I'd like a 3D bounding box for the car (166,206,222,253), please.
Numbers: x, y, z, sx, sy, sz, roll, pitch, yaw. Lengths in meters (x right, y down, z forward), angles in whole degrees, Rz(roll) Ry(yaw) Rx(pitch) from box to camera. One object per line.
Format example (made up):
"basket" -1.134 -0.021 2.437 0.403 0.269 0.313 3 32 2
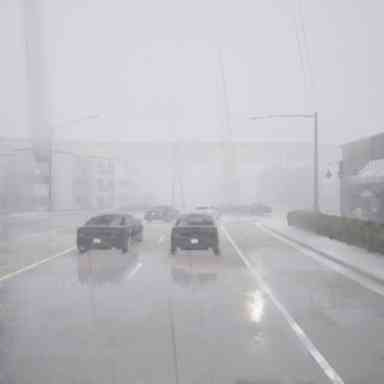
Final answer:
"car" 0.142 1.611 14.334 1.882 1.535 5.008 0 0 1

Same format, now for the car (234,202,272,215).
"car" 7.352 1.882 38.328 4.674 1.442 1.812 0 -1 -42

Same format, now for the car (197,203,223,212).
"car" 1.104 1.786 27.997 1.812 1.442 4.674 0 0 16

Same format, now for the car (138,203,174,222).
"car" -2.428 1.811 28.461 2.033 1.411 5.357 0 -1 14

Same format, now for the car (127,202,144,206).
"car" -7.213 1.995 42.847 1.895 1.301 4.718 0 -1 35

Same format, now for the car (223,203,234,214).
"car" 4.703 1.979 40.678 4.718 1.301 1.895 0 -1 -44

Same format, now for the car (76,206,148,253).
"car" -3.357 1.611 14.405 1.882 1.535 5.008 0 0 1
